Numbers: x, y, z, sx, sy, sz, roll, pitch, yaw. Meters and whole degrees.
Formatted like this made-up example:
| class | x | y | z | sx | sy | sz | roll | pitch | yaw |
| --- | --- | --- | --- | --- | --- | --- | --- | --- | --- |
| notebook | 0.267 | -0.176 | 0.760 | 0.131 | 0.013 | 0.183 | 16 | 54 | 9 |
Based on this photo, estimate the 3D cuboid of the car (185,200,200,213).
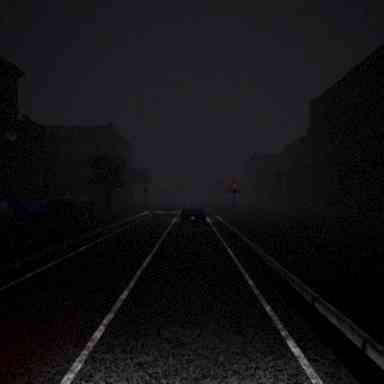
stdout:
| class | x | y | z | sx | sy | sz | roll | pitch | yaw |
| --- | --- | --- | --- | --- | --- | --- | --- | --- | --- |
| car | 0.043 | 1.843 | 42.664 | 1.812 | 1.442 | 4.674 | 0 | 0 | 0 |

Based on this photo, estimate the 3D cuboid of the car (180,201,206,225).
| class | x | y | z | sx | sy | sz | roll | pitch | yaw |
| --- | --- | --- | --- | --- | --- | --- | --- | --- | --- |
| car | 0.071 | 1.664 | 25.641 | 1.882 | 1.535 | 5.008 | 0 | 0 | 0 |

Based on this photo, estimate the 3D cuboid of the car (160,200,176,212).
| class | x | y | z | sx | sy | sz | roll | pitch | yaw |
| --- | --- | --- | --- | --- | --- | --- | --- | --- | --- |
| car | -3.133 | 1.856 | 44.750 | 1.812 | 1.442 | 4.674 | 0 | 0 | 0 |
